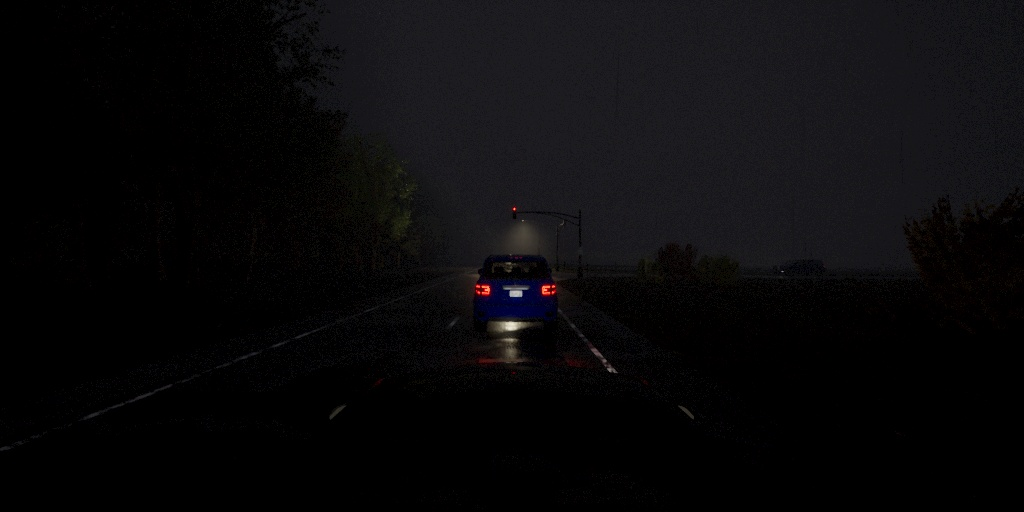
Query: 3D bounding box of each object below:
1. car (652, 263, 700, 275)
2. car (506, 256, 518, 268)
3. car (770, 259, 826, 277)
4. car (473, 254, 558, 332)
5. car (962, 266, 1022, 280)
[{"bbox_3d":[19.373,1.561,42.359,5.357,1.411,2.033,1,-1,0],"label":"car"},{"bbox_3d":[0.013,0.967,64.451,2.150,2.045,5.566,0,0,1],"label":"car"},{"bbox_3d":[33.733,1.394,42.315,5.566,2.045,2.150,1,-1,0],"label":"car"},{"bbox_3d":[0.093,0.973,11.035,2.150,2.045,5.566,0,0,0],"label":"car"},{"bbox_3d":[52.078,1.875,38.613,4.181,1.385,1.994,1,-1,1],"label":"car"}]
